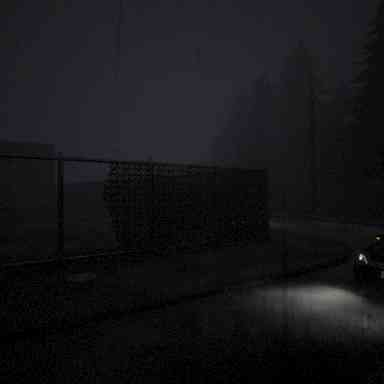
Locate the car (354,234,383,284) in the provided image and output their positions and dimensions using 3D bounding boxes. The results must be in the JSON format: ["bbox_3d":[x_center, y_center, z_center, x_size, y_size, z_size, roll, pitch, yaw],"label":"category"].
[{"bbox_3d":[6.003,1.526,8.568,4.674,1.442,1.812,0,1,-39],"label":"car"}]
